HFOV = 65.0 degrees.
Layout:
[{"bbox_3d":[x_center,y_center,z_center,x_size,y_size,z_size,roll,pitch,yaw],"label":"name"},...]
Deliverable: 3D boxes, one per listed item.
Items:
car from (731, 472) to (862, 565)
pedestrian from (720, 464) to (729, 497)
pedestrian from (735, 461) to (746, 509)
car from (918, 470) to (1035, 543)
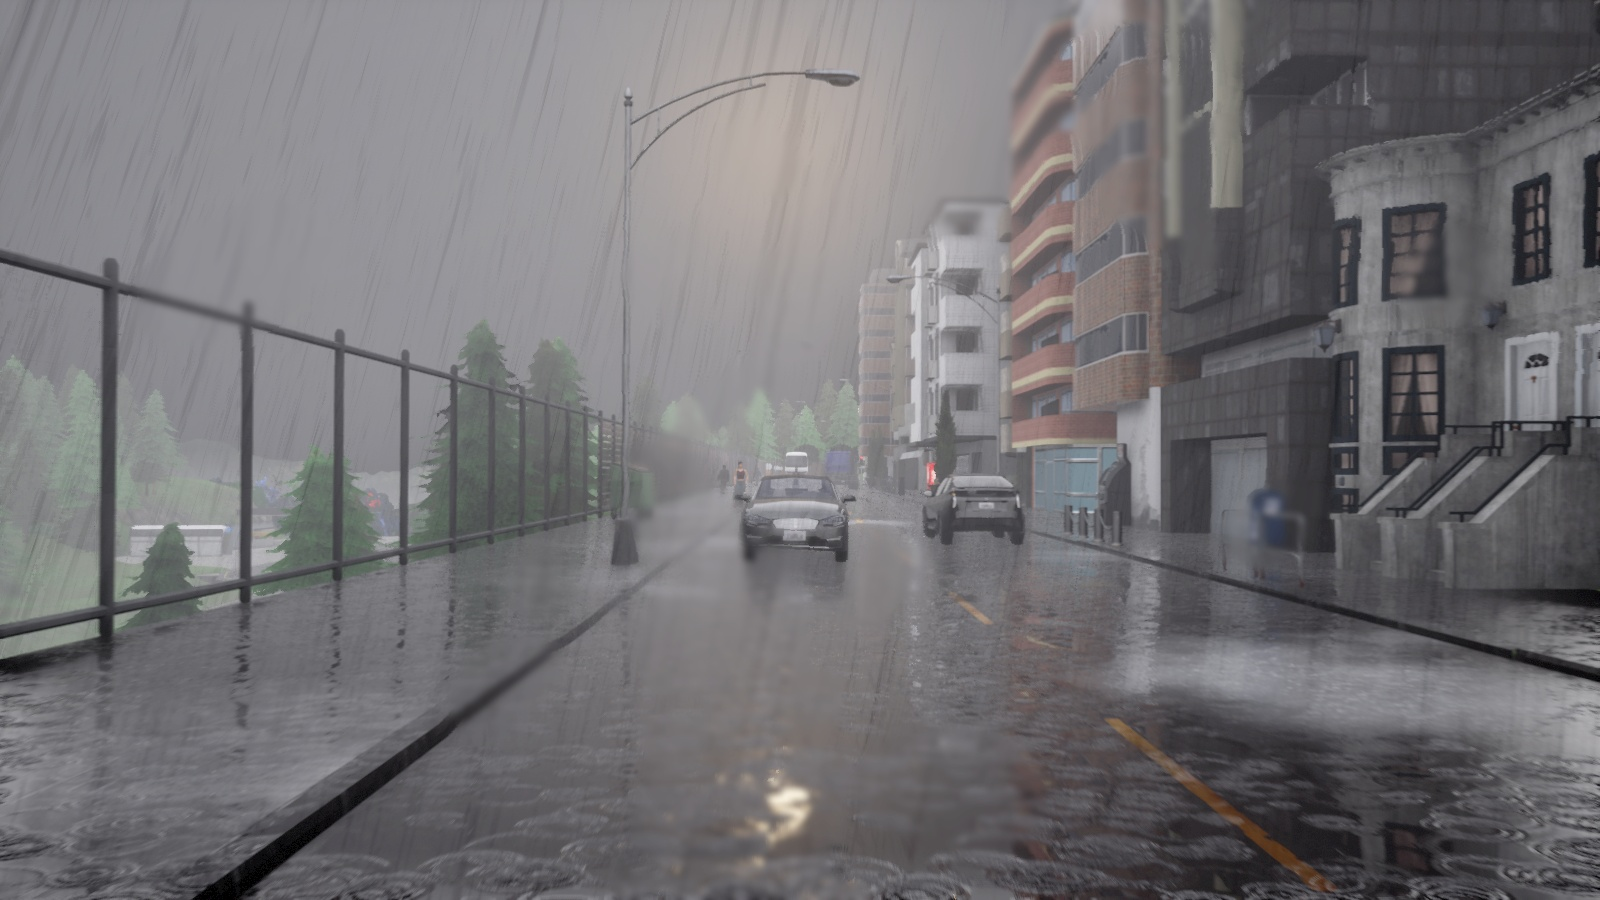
[{"bbox_3d":[-0.065,1.156,22.993,2.128,1.511,4.902,0,-1,0],"label":"car"},{"bbox_3d":[-4.347,1.755,72.442,0.431,1.840,0.703,0,-1,-8],"label":"pedestrian"},{"bbox_3d":[-2.293,1.350,48.734,0.345,1.836,0.594,0,-1,5],"label":"pedestrian"},{"bbox_3d":[3.918,1.225,28.640,2.007,1.525,4.514,0,-1,0],"label":"car"}]
